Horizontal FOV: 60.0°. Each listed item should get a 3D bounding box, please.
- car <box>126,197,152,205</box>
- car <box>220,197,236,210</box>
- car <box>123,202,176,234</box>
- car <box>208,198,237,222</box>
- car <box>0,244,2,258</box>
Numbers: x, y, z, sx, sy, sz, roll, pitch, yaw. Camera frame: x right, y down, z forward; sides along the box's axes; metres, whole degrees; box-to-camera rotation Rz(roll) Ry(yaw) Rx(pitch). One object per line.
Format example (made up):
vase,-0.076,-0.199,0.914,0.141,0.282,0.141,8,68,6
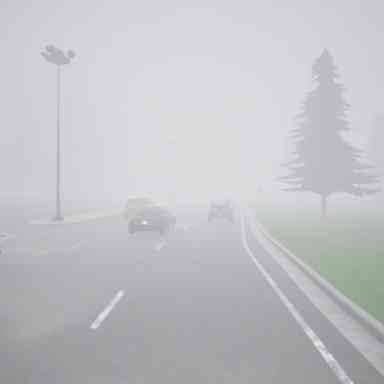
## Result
car,-4.343,1.285,29.103,2.097,1.767,4.553,0,0,8
car,4.608,1.451,42.301,1.812,1.442,4.674,0,0,8
car,-2.171,1.522,19.002,1.994,1.385,4.181,0,0,7
car,2.286,1.444,25.956,2.128,1.511,4.902,0,0,8
car,-6.635,1.448,7.870,1.882,1.535,5.008,0,0,2
